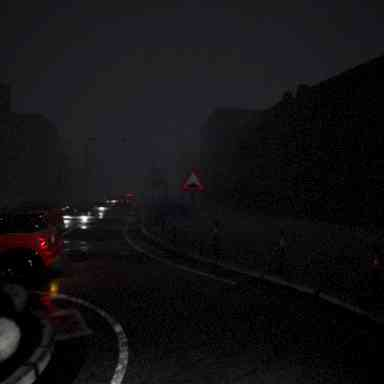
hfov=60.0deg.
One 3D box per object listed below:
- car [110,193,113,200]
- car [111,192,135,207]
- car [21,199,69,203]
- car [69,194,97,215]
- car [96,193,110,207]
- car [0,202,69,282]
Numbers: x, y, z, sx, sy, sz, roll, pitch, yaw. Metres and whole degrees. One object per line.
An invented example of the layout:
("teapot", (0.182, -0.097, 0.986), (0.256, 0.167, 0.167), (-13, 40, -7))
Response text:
("car", (-14.356, 0.840, 59.400), (2.033, 1.411, 5.357), (1, 0, -8))
("car", (-8.695, 1.121, 42.329), (2.033, 1.411, 5.357), (1, 1, -8))
("car", (-8.475, 1.214, 17.894), (2.097, 1.767, 4.553), (1, 0, -6))
("car", (-10.149, 1.258, 30.336), (1.812, 1.442, 4.674), (1, 1, -8))
("car", (-11.802, 1.037, 41.690), (1.812, 1.442, 4.674), (1, 2, -8))
("car", (-5.926, 1.262, 8.748), (4.553, 1.767, 2.097), (2, 0, -11))
